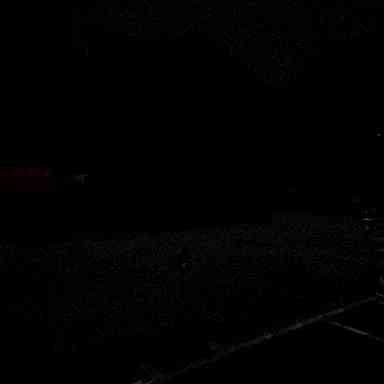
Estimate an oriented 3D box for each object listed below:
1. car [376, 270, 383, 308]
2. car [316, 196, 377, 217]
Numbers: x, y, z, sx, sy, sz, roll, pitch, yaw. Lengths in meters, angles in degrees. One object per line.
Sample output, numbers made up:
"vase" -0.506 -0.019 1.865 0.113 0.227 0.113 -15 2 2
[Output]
"car" 5.359 1.551 6.601 4.403 1.369 2.008 0 0 -35
"car" 14.967 1.415 32.568 2.150 2.045 5.566 0 0 -35
